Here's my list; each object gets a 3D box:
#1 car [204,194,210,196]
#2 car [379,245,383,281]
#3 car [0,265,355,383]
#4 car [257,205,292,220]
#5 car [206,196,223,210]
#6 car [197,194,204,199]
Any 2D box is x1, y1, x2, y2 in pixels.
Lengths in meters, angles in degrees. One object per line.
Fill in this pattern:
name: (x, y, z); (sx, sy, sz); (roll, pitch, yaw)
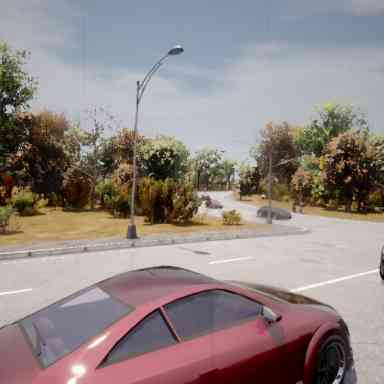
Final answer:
car: (3.106, 1.124, 78.681); (2.128, 1.511, 4.902); (2, 2, -1)
car: (6.967, 1.486, 8.771); (4.553, 1.767, 2.097); (2, -1, -36)
car: (-0.051, 1.571, 3.713); (4.181, 1.385, 1.994); (0, 0, -36)
car: (9.160, 2.294, 37.135); (1.837, 1.490, 4.892); (3, 0, -22)
car: (3.550, 1.981, 53.428); (1.812, 1.442, 4.674); (3, 1, -15)
car: (0.563, 1.207, 68.207); (2.097, 1.767, 4.553); (2, 1, -9)
